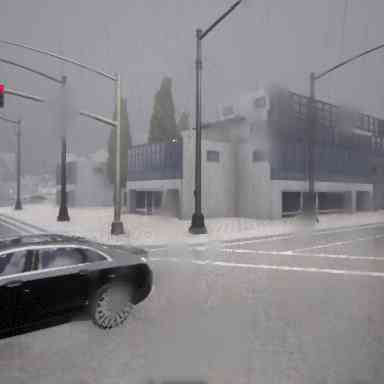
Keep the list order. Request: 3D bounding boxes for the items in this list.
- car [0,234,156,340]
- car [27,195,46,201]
[{"bbox_3d":[-2.937,1.486,5.286,4.902,1.511,2.128,0,0,-38],"label":"car"},{"bbox_3d":[-38.812,1.458,83.067,4.181,1.385,1.994,0,0,6],"label":"car"}]
